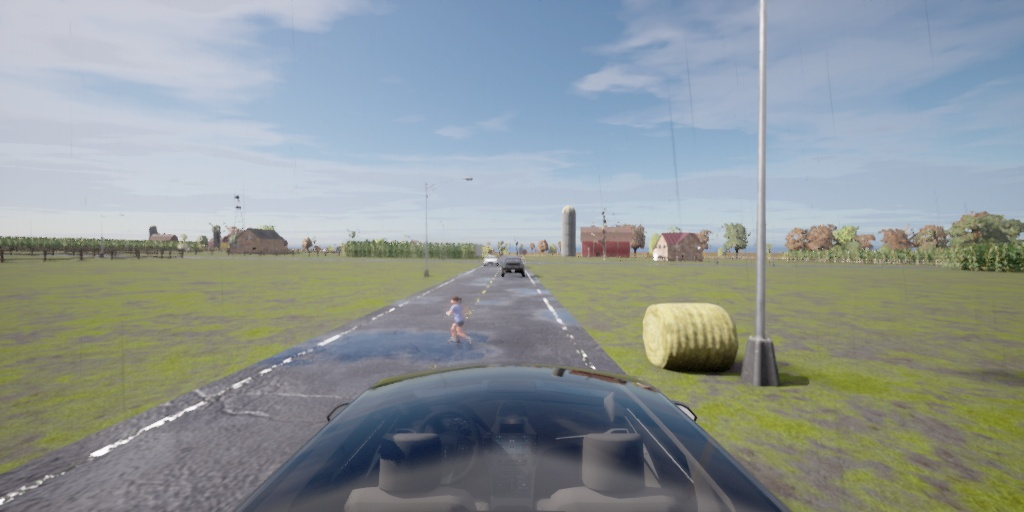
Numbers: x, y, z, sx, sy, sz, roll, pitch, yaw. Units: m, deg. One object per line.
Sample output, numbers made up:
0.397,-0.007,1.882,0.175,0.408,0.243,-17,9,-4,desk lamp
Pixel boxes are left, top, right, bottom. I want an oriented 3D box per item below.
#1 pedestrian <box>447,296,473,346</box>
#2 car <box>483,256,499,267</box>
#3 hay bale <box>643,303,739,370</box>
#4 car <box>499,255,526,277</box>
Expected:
-1.144,1.341,7.697,0.500,1.100,0.500,0,1,2,pedestrian
-2.804,0.668,48.377,1.812,1.442,4.674,0,1,0,car
3.126,1.340,6.449,1.220,1.180,1.240,0,0,0,hay bale
0.100,0.879,29.837,1.837,1.490,4.892,0,0,0,car
